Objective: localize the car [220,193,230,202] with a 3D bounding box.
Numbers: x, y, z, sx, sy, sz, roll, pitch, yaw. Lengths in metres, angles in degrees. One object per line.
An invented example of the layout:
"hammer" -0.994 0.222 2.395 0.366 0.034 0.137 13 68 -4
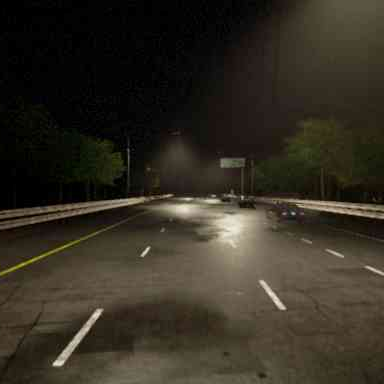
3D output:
"car" 7.290 1.568 74.109 1.994 1.385 4.181 0 0 0

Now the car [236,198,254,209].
"car" 7.103 1.509 44.532 2.128 1.511 4.902 0 0 0

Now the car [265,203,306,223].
"car" 7.032 1.558 25.505 2.033 1.411 5.357 0 0 0
